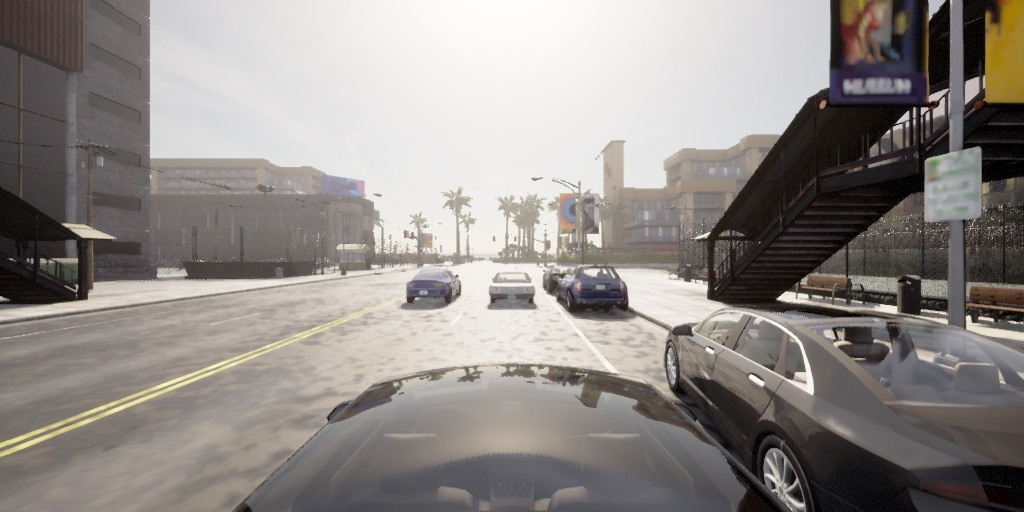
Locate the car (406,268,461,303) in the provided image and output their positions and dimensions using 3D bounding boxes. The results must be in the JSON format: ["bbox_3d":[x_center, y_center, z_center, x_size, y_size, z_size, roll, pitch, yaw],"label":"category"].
[{"bbox_3d":[-3.500,1.282,16.497,1.812,1.442,4.674,0,0,0],"label":"car"}]

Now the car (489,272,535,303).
[{"bbox_3d":[0.000,1.365,16.527,1.895,1.301,4.718,0,0,0],"label":"car"}]
